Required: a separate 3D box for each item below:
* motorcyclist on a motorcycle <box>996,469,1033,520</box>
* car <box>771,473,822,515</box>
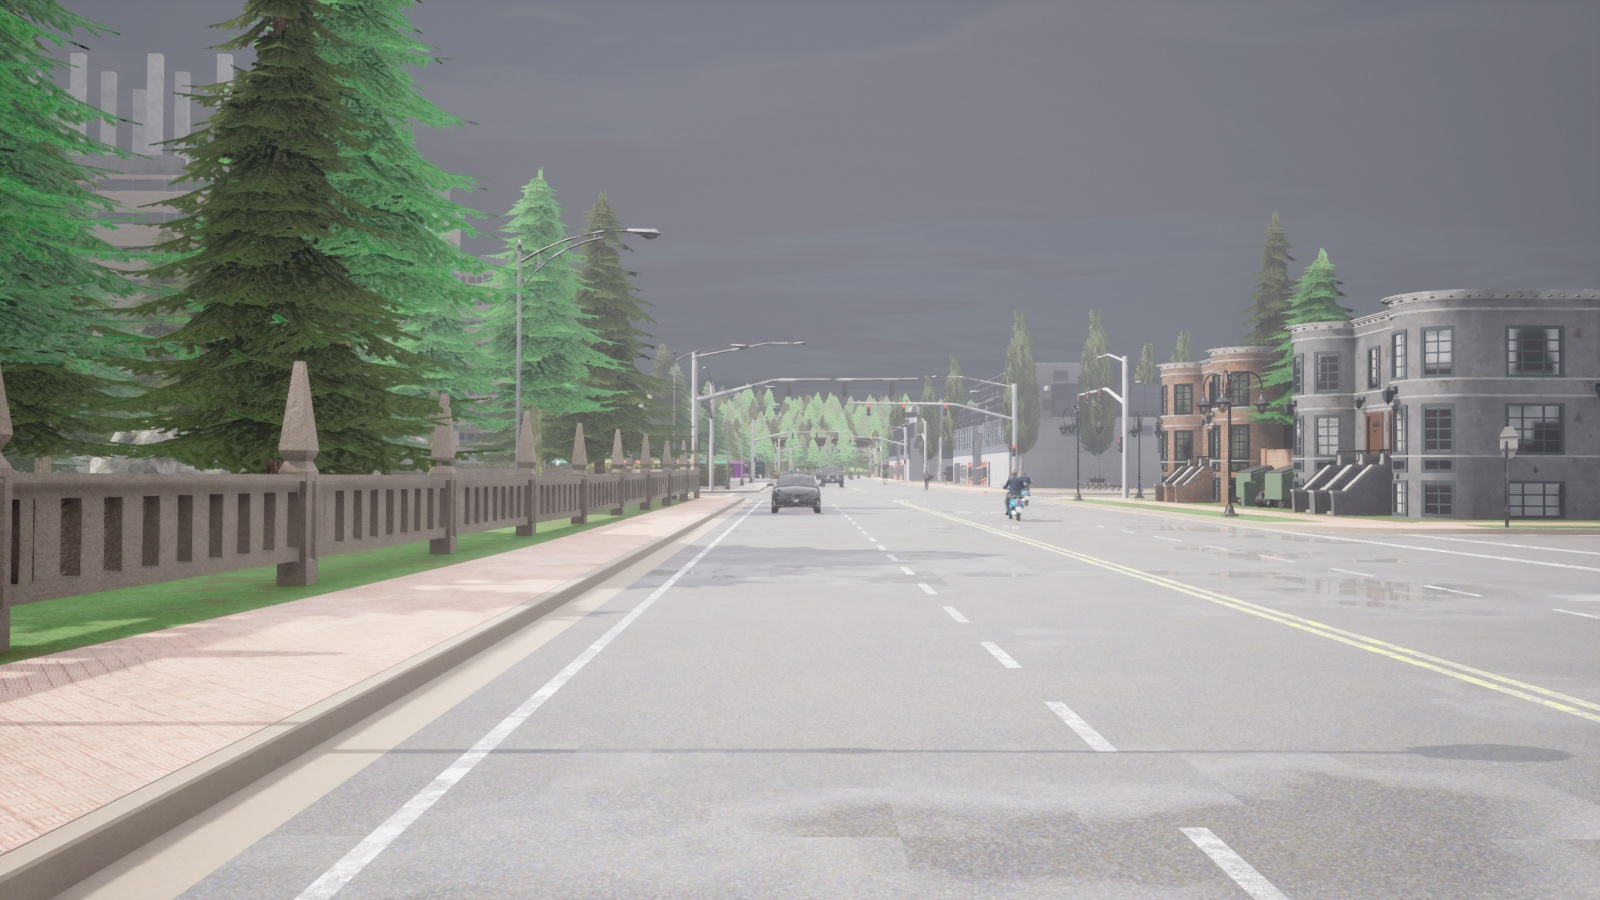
[{"bbox_3d":[6.887,1.416,40.336,0.866,1.590,1.817,0,-1,0],"label":"motorcyclist on a motorcycle"},{"bbox_3d":[-0.133,1.616,47.515,1.837,1.490,4.892,0,-1,0],"label":"car"}]
